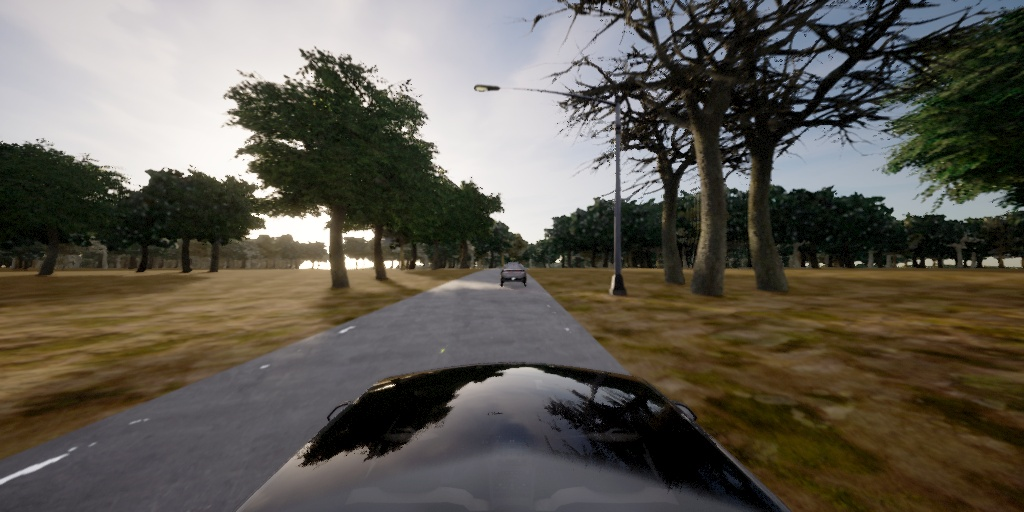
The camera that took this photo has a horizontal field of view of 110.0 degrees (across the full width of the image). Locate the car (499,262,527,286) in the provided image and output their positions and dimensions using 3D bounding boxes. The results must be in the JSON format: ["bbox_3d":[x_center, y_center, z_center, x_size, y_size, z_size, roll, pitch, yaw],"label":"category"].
[{"bbox_3d":[0.099,1.330,26.498,2.128,1.511,4.902,0,0,0],"label":"car"}]
